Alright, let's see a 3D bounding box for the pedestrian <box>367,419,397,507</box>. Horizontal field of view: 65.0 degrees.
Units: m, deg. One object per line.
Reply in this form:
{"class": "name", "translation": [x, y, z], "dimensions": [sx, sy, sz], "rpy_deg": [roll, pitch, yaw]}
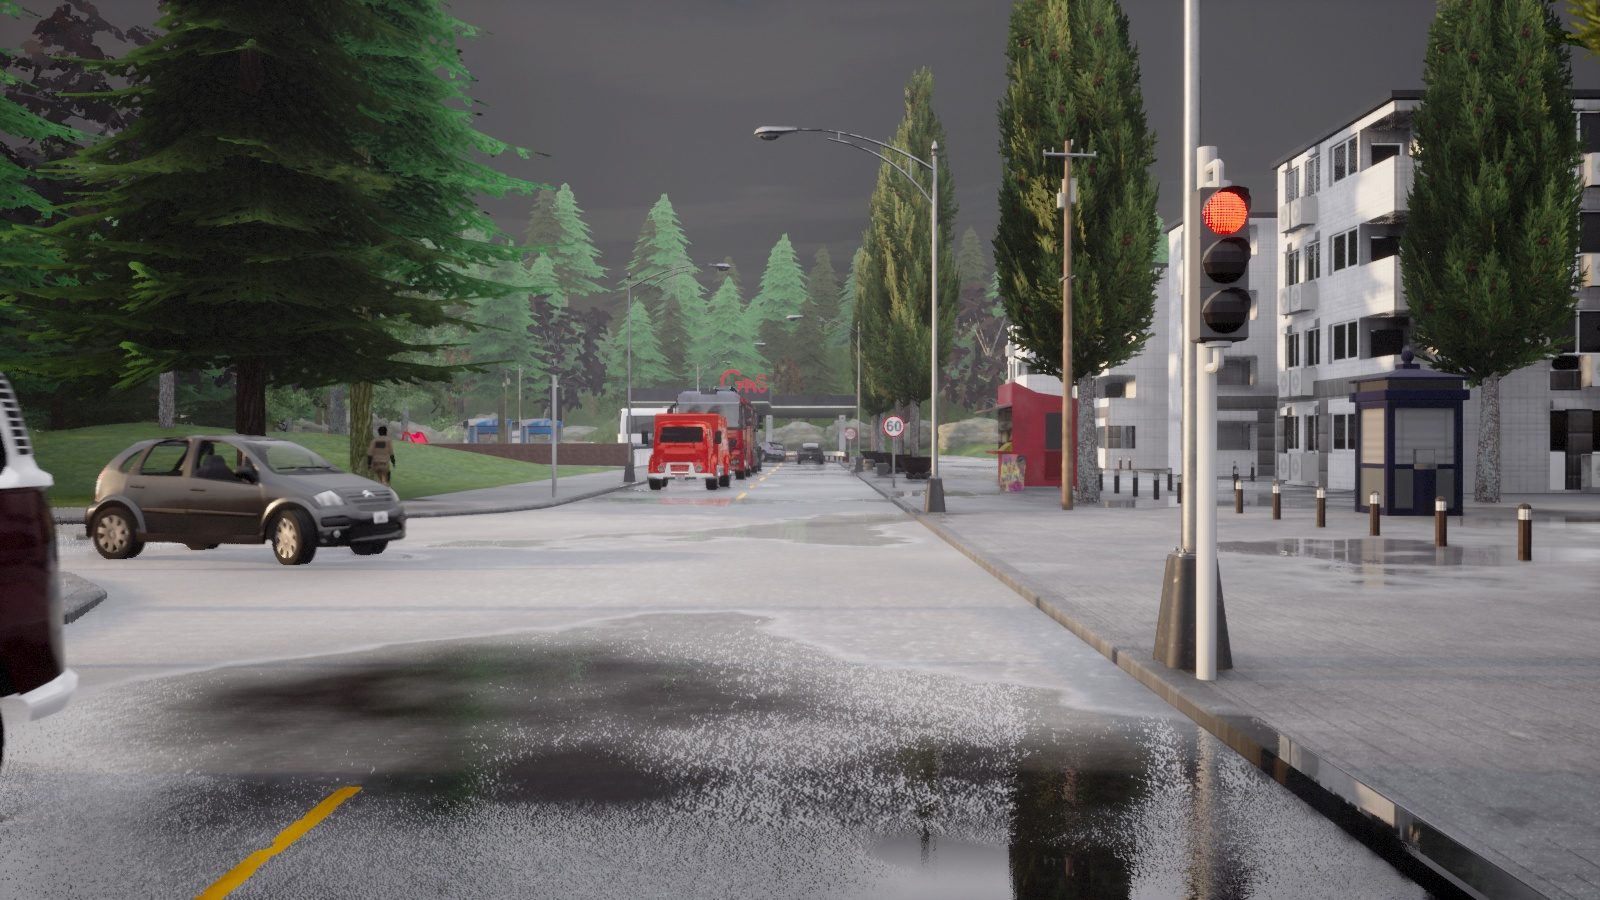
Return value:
{"class": "pedestrian", "translation": [-9.268, 0.291, 27.867], "dimensions": [0.396, 1.930, 0.692], "rpy_deg": [0, 0, 5]}

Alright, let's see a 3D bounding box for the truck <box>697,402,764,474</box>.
{"class": "truck", "translation": [-3.469, -0.603, 64.590], "dimensions": [2.891, 3.462, 7.936], "rpy_deg": [0, 0, 1]}

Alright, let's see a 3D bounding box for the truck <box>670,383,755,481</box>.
{"class": "truck", "translation": [-3.575, -0.721, 53.228], "dimensions": [2.891, 3.827, 8.468], "rpy_deg": [0, 0, 1]}

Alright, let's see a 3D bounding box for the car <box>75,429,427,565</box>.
{"class": "car", "translation": [-7.135, 0.546, 16.409], "dimensions": [3.988, 1.617, 1.851], "rpy_deg": [0, 0, 17]}

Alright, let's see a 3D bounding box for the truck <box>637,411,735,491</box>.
{"class": "truck", "translation": [-3.652, 0.024, 41.332], "dimensions": [2.627, 2.467, 5.204], "rpy_deg": [0, 0, 1]}

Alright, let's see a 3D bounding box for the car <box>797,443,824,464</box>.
{"class": "car", "translation": [0.730, 0.244, 90.058], "dimensions": [1.837, 1.490, 4.892], "rpy_deg": [0, 0, 0]}

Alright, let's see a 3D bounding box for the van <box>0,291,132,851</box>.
{"class": "van", "translation": [-3.957, 0.449, 3.221], "dimensions": [2.069, 2.038, 4.480], "rpy_deg": [0, 0, 0]}
